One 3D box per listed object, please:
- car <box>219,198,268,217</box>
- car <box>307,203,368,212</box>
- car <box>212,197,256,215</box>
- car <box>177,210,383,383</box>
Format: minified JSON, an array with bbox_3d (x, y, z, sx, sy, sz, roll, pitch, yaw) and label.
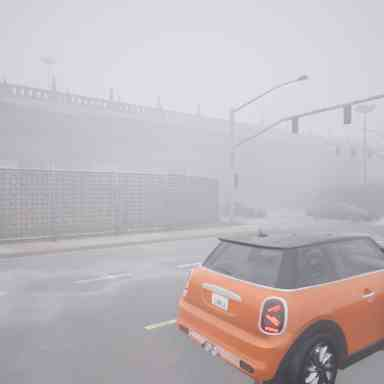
[{"bbox_3d":[4.571,1.560,29.671,1.837,1.490,4.892,0,0,-36],"label":"car"},{"bbox_3d":[11.536,1.581,25.944,2.033,1.411,5.357,0,0,-36],"label":"car"},{"bbox_3d":[4.456,1.407,35.851,2.097,1.767,4.553,0,0,-36],"label":"car"},{"bbox_3d":[2.081,1.352,5.272,4.553,1.767,2.097,0,0,-35],"label":"car"}]
